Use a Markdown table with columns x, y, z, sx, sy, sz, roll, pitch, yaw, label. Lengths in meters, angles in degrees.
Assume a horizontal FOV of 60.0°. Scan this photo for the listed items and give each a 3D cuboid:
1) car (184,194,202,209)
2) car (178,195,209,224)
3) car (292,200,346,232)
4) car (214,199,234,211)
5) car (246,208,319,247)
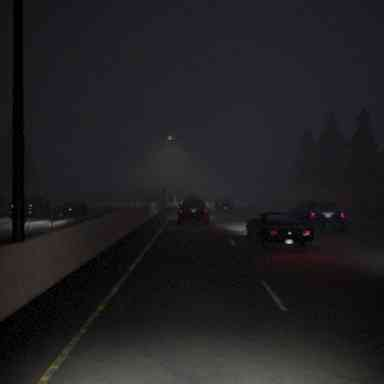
| x | y | z | sx | sy | sz | roll | pitch | yaw | label |
| --- | --- | --- | --- | --- | --- | --- | --- | --- | --- |
| 0.093 | 1.158 | 41.450 | 2.097 | 1.767 | 4.553 | 0 | 0 | 0 | car |
| 0.096 | 1.242 | 23.506 | 2.097 | 1.767 | 4.553 | 0 | 0 | 0 | car |
| 7.097 | 1.261 | 19.452 | 2.097 | 1.767 | 4.553 | 0 | 0 | 0 | car |
| 3.594 | 1.425 | 37.698 | 1.895 | 1.301 | 4.718 | 0 | 0 | 0 | car |
| 3.597 | 1.533 | 14.519 | 1.895 | 1.301 | 4.718 | 0 | 0 | 0 | car |
